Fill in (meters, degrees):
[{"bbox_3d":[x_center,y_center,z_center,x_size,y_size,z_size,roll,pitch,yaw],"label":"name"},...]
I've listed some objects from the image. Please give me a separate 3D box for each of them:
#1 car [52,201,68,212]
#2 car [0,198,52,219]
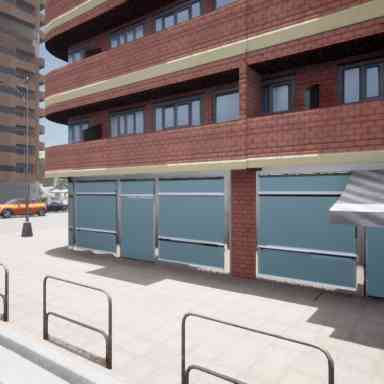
[{"bbox_3d":[-15.362,1.601,35.776,1.895,1.301,4.718,0,0,36],"label":"car"},{"bbox_3d":[-15.468,1.352,29.690,2.097,1.767,4.553,0,0,36],"label":"car"}]
